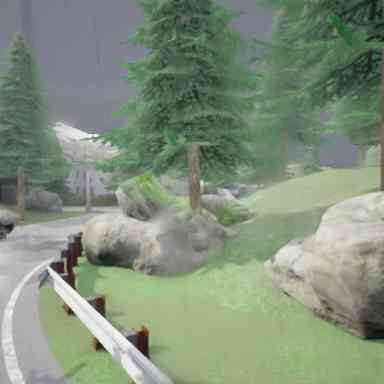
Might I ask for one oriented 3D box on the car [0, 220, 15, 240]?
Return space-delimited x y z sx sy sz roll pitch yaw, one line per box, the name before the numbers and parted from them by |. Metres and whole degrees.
car | -10.147 1.709 14.913 1.895 1.301 4.718 0 0 2
